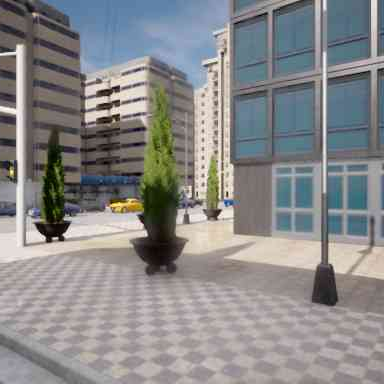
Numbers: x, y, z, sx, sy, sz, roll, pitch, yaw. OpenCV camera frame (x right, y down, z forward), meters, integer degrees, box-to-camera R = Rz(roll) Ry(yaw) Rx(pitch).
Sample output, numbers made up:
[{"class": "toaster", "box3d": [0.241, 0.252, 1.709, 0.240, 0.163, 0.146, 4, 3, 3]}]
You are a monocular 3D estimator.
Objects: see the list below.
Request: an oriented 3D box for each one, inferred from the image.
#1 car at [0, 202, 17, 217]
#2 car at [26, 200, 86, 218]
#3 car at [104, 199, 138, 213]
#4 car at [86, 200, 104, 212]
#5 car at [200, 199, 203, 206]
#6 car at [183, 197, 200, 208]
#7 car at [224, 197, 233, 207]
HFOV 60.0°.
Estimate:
[{"class": "car", "box3d": [-17.084, 1.601, 29.700, 2.033, 1.411, 5.357, 0, 0, 35]}, {"class": "car", "box3d": [-12.428, 1.580, 30.182, 1.812, 1.442, 4.674, 0, 0, 35]}, {"class": "car", "box3d": [-7.105, 1.531, 37.731, 1.882, 1.535, 5.008, 0, 0, 35]}, {"class": "car", "box3d": [-11.748, 1.618, 37.230, 1.994, 1.385, 4.181, 0, 0, 35]}, {"class": "car", "box3d": [0.031, 1.579, 53.783, 1.812, 1.442, 4.674, 0, 0, 36]}, {"class": "car", "box3d": [-1.327, 1.580, 45.860, 1.812, 1.442, 4.674, 0, 0, 35]}, {"class": "car", "box3d": [6.740, 1.532, 50.885, 1.882, 1.535, 5.008, 0, 0, 35]}]
